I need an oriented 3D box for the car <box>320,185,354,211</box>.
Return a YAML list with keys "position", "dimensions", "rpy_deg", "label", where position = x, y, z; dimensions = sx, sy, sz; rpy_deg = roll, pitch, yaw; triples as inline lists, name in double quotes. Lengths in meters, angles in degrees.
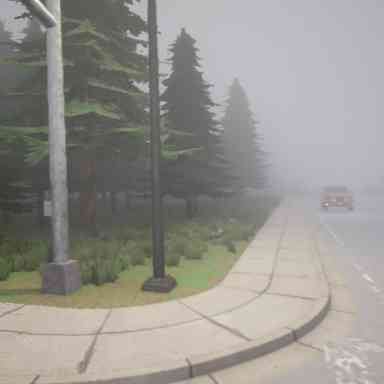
- position: [12.108, 0.449, 28.087]
  dimensions: [2.150, 2.045, 5.566]
  rpy_deg: [-1, 1, 17]
  label: "car"
